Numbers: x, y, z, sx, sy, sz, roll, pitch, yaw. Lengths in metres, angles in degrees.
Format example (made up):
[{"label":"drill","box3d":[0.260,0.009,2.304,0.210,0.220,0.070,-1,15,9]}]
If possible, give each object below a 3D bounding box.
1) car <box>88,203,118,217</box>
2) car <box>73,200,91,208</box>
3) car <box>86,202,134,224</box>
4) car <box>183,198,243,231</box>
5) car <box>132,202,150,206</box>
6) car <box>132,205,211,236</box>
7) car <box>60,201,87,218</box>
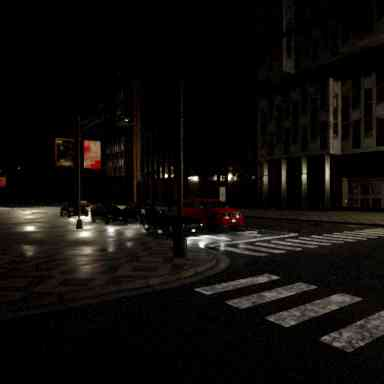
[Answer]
[{"label":"car","box3d":[-10.421,2.024,38.736,1.812,1.442,4.674,0,-1,-35]},{"label":"car","box3d":[-22.027,2.406,66.420,2.033,1.411,5.357,0,-1,-36]},{"label":"car","box3d":[-7.154,1.855,28.581,1.882,1.535,5.008,0,-1,-36]},{"label":"car","box3d":[1.023,1.455,22.790,2.150,2.045,5.566,0,-1,-34]},{"label":"car","box3d":[-4.635,1.716,30.653,2.097,1.767,4.553,0,-1,-36]},{"label":"car","box3d":[-1.461,1.793,20.632,2.033,1.411,5.357,0,-1,-36]},{"label":"car","box3d":[-13.067,1.867,36.851,2.097,1.767,4.553,0,-1,-36]}]
